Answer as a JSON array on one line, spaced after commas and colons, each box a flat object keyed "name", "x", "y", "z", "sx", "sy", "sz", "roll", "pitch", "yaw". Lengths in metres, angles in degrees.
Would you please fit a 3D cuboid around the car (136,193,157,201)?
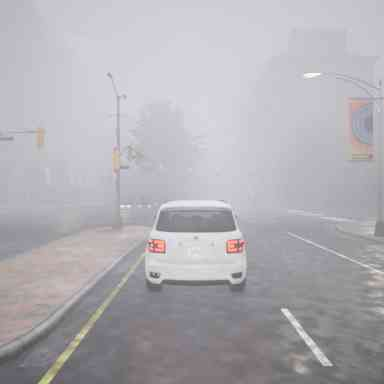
[{"name": "car", "x": -7.916, "y": 1.352, "z": 57.926, "sx": 2.097, "sy": 1.767, "sz": 4.553, "roll": 0, "pitch": 0, "yaw": 0}]

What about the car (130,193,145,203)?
[{"name": "car", "x": -11.302, "y": 1.225, "z": 69.624, "sx": 2.150, "sy": 2.045, "sz": 5.566, "roll": 0, "pitch": 0, "yaw": 0}]

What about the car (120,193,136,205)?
[{"name": "car", "x": -11.399, "y": 1.491, "z": 59.705, "sx": 2.128, "sy": 1.511, "sz": 4.902, "roll": 0, "pitch": 0, "yaw": 1}]

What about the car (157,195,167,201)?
[{"name": "car", "x": -7.754, "y": 1.552, "z": 86.243, "sx": 1.994, "sy": 1.385, "sz": 4.181, "roll": 0, "pitch": 0, "yaw": 0}]

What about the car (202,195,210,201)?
[{"name": "car", "x": 3.756, "y": 1.540, "z": 89.897, "sx": 2.033, "sy": 1.411, "sz": 5.357, "roll": 0, "pitch": 0, "yaw": 0}]

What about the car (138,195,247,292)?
[{"name": "car", "x": 0.096, "y": 1.221, "z": 9.048, "sx": 2.150, "sy": 2.045, "sz": 5.566, "roll": 0, "pitch": 0, "yaw": 0}]

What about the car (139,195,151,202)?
[{"name": "car", "x": -11.272, "y": 1.525, "z": 80.062, "sx": 2.128, "sy": 1.511, "sz": 4.902, "roll": 0, "pitch": 0, "yaw": 0}]

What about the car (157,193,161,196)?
[{"name": "car", "x": -7.834, "y": 1.526, "z": 66.811, "sx": 1.812, "sy": 1.442, "sz": 4.674, "roll": 0, "pitch": 0, "yaw": 1}]

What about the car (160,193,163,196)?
[{"name": "car", "x": -7.783, "y": 1.225, "z": 76.427, "sx": 2.150, "sy": 2.045, "sz": 5.566, "roll": 0, "pitch": 0, "yaw": 0}]
